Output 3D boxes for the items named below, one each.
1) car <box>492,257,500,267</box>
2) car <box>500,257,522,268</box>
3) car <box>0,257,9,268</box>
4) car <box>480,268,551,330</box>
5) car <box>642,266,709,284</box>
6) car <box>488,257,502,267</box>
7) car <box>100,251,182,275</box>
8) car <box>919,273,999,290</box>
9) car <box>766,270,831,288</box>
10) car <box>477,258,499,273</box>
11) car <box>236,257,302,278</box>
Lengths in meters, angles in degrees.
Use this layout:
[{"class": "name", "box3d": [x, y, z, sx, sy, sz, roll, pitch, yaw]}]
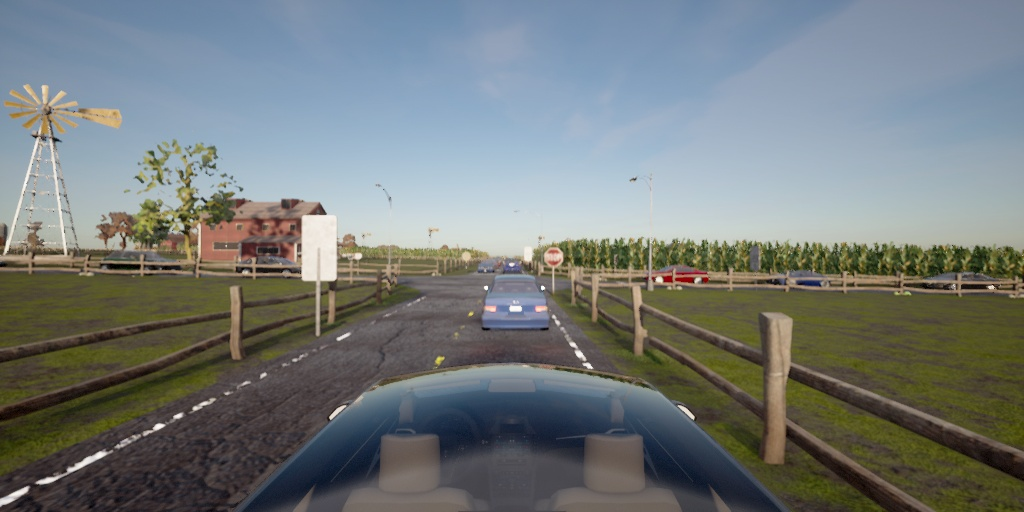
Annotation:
[{"class": "car", "box3d": [-2.939, 1.187, 51.580, 1.812, 1.442, 4.674, 0, 0, 0]}, {"class": "car", "box3d": [0.017, 1.027, 41.138, 2.097, 1.767, 4.553, 0, 0, 0]}, {"class": "car", "box3d": [-40.232, 0.268, 26.406, 4.902, 1.511, 2.128, 1, -1, 2]}, {"class": "car", "box3d": [0.082, 1.277, 10.930, 2.033, 1.411, 5.357, 0, 0, 0]}, {"class": "car", "box3d": [13.148, 1.523, 29.007, 5.008, 1.535, 1.882, 1, -1, 0]}, {"class": "car", "box3d": [-2.931, 1.000, 62.847, 2.097, 1.767, 4.553, 0, 0, 0]}, {"class": "car", "box3d": [-27.064, 0.431, 26.308, 4.553, 1.767, 2.097, 1, -1, 0]}, {"class": "car", "box3d": [35.893, 2.076, 28.856, 4.892, 1.490, 1.837, 2, -1, 1]}, {"class": "car", "box3d": [23.075, 1.839, 28.953, 4.181, 1.385, 1.994, 1, -1, 0]}, {"class": "car", "box3d": [-2.925, 1.222, 41.942, 2.033, 1.411, 5.357, 0, 0, 0]}, {"class": "car", "box3d": [-17.380, 0.809, 26.244, 4.892, 1.490, 1.837, 1, -1, 0]}]
